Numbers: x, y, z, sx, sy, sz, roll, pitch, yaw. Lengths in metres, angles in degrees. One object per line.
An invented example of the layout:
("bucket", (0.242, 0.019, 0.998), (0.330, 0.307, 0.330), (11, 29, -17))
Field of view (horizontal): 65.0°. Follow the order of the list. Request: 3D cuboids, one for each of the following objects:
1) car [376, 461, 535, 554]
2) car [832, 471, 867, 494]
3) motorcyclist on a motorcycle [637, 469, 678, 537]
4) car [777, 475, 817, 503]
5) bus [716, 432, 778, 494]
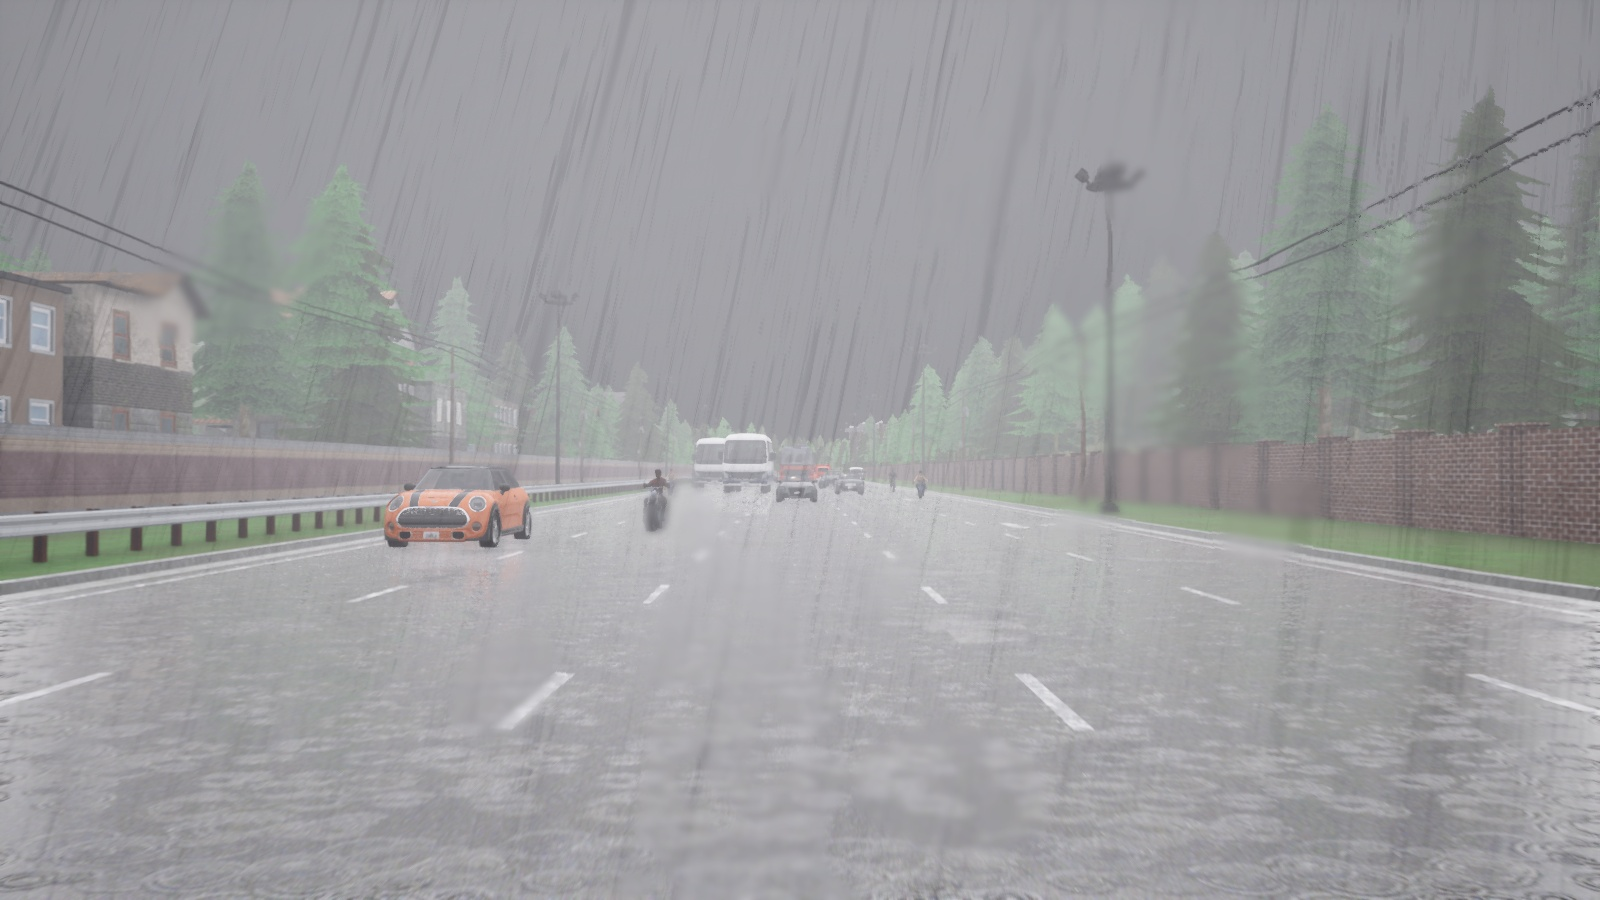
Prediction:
("car", (-7.063, 1.143, 26.283), (2.097, 1.767, 4.553), (0, -1, 0))
("car", (3.300, 2.171, 84.168), (2.128, 1.511, 4.902), (0, -1, 0))
("motorcyclist on a motorcycle", (-3.575, 1.311, 31.660), (0.766, 1.649, 2.350), (0, -1, 0))
("car", (-0.150, 1.946, 63.505), (1.994, 1.385, 4.181), (0, -1, 0))
("bus", (-3.734, 0.992, 91.689), (3.944, 4.253, 10.273), (0, -1, 1))
